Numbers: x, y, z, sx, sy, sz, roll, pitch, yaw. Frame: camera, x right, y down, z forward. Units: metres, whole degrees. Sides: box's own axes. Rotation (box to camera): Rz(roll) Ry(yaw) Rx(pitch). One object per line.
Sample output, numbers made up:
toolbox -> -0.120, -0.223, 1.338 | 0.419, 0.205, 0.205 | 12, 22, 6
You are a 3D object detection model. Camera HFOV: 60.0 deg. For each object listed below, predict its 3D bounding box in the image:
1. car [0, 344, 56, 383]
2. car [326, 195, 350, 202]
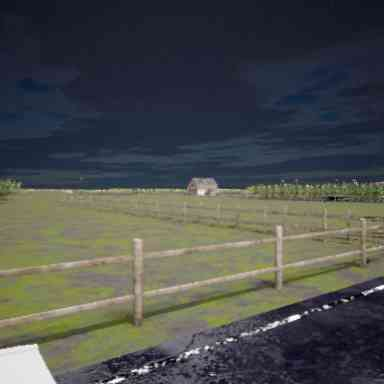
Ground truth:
car -> -2.826, 1.600, 1.056 | 4.718, 1.301, 1.895 | 0, 0, -36
car -> 30.965, 1.331, 70.779 | 2.128, 1.511, 4.902 | -1, 1, -36
